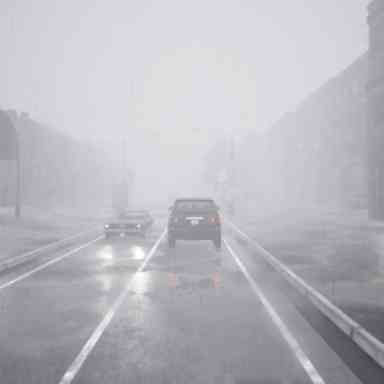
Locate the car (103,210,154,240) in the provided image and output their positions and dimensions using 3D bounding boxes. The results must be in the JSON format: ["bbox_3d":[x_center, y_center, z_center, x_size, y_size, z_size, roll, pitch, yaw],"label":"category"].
[{"bbox_3d":[-3.102,1.607,17.052,1.895,1.301,4.718,0,0,0],"label":"car"}]

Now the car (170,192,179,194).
[{"bbox_3d":[-3.045,1.085,58.904,2.150,2.045,5.566,0,1,1],"label":"car"}]

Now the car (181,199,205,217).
[{"bbox_3d":[0.095,1.497,32.497,2.128,1.511,4.902,0,0,0],"label":"car"}]

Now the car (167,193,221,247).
[{"bbox_3d":[0.098,1.227,15.140,2.150,2.045,5.566,0,0,0],"label":"car"}]
